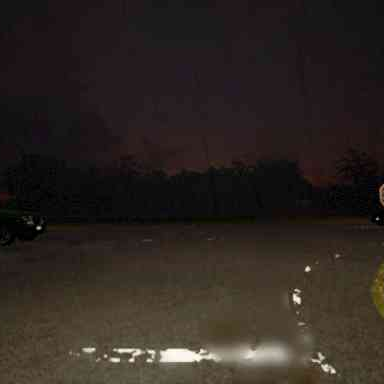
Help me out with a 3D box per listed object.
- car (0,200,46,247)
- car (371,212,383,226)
[{"bbox_3d":[-9.382,1.168,14.435,5.566,2.045,2.150,1,-2,0],"label":"car"},{"bbox_3d":[14.026,1.524,21.651,4.181,1.385,1.994,-1,-3,-1],"label":"car"}]
